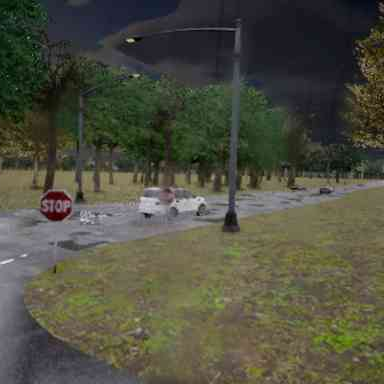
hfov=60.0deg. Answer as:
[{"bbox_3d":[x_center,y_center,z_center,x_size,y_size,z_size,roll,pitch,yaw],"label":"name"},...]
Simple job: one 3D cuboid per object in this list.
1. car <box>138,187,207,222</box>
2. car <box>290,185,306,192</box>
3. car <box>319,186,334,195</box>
[{"bbox_3d":[-1.169,0.720,22.427,2.150,2.045,5.566,4,4,35],"label":"car"},{"bbox_3d":[20.883,-0.693,65.378,1.895,1.301,4.718,4,4,35],"label":"car"},{"bbox_3d":[23.775,-0.318,58.745,1.837,1.490,4.892,4,4,30],"label":"car"}]
